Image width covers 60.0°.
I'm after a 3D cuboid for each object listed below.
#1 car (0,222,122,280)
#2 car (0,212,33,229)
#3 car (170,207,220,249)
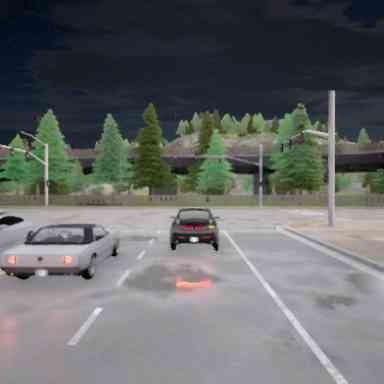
[{"bbox_3d":[-3.402,1.540,9.748,1.895,1.301,4.718,0,0,0],"label":"car"},{"bbox_3d":[-7.015,1.455,11.383,1.812,1.442,4.674,0,0,0],"label":"car"},{"bbox_3d":[0.128,1.416,13.979,1.837,1.490,4.892,0,0,1],"label":"car"}]
